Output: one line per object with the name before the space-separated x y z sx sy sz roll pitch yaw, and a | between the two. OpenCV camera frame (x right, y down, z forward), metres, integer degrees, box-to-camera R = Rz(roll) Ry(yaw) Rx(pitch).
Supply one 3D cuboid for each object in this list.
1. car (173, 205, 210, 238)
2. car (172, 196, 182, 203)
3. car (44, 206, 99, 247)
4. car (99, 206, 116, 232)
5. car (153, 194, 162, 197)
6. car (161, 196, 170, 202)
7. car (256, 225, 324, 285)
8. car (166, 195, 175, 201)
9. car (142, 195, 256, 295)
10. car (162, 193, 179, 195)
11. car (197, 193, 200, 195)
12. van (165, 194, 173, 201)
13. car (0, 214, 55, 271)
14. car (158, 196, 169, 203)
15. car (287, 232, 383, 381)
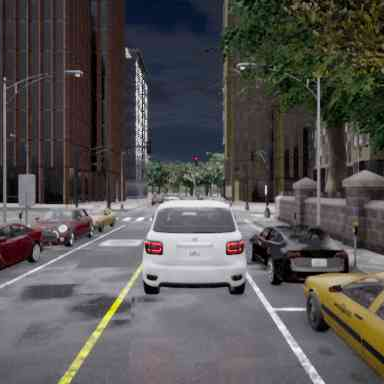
car | 0.003 1.523 18.508 1.812 1.442 4.674 0 0 0
car | -3.079 1.561 69.230 1.994 1.385 4.181 0 0 0
car | -5.781 1.438 14.719 1.967 1.590 4.097 0 0 0
car | -5.787 1.523 20.006 1.752 1.417 4.829 0 0 0
car | -5.828 1.318 57.584 2.192 1.841 5.009 0 0 0
car | -5.846 1.535 73.727 1.752 1.417 4.829 0 0 0
car | 2.750 1.564 9.274 1.947 1.339 4.313 0 0 0
car | -5.864 1.569 90.210 2.008 1.369 4.403 0 0 0
car | 0.056 1.220 8.863 2.150 2.045 5.566 0 0 0
car | -3.148 1.225 53.512 2.150 2.045 5.566 0 0 0
car | 2.673 1.557 79.344 1.887 1.381 4.507 0 0 0
van | -5.858 1.356 84.772 1.690 1.788 3.998 0 0 0
car | -5.775 1.543 9.262 1.887 1.381 4.507 0 0 0
car | -5.840 1.589 68.459 1.802 1.307 4.206 0 0 0
car | 2.756 1.525 3.987 1.752 1.417 4.829 0 0 0
